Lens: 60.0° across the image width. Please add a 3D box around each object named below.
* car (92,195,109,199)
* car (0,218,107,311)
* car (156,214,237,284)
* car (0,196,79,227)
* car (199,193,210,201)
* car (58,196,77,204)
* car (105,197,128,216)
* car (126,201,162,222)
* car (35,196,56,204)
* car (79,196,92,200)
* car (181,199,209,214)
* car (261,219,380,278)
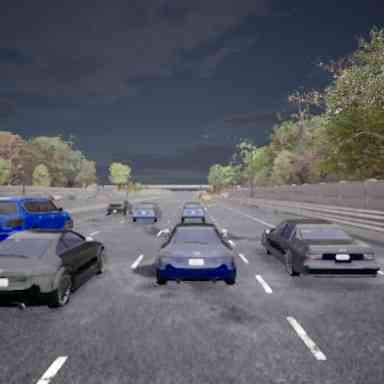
[{"bbox_3d":[-17.521,1.340,65.805,2.097,1.767,4.553,0,0,0],"label":"car"},{"bbox_3d":[-3.403,1.559,7.857,1.994,1.385,4.181,0,0,0],"label":"car"},{"bbox_3d":[0.097,1.559,9.548,1.994,1.385,4.181,0,0,0],"label":"car"},{"bbox_3d":[-6.904,1.214,13.943,2.150,2.045,5.566,0,0,0],"label":"car"},{"bbox_3d":[3.476,1.487,82.829,1.882,1.535,5.008,0,0,0],"label":"car"},{"bbox_3d":[-24.519,1.485,65.757,1.837,1.490,4.892,0,0,0],"label":"car"},{"bbox_3d":[-6.909,1.491,32.291,1.837,1.490,4.892,0,0,0],"label":"car"},{"bbox_3d":[-3.408,1.535,25.855,2.033,1.411,5.357,0,0,0],"label":"car"},{"bbox_3d":[-28.019,1.467,63.871,1.837,1.490,4.892,0,0,0],"label":"car"},{"bbox_3d":[-21.019,1.510,65.758,2.128,1.511,4.902,0,0,0],"label":"car"},{"bbox_3d":[0.090,1.535,26.625,2.033,1.411,5.357,0,0,0],"label":"car"},{"bbox_3d":[3.479,1.538,10.129,2.033,1.411,5.357,0,0,1],"label":"car"}]
